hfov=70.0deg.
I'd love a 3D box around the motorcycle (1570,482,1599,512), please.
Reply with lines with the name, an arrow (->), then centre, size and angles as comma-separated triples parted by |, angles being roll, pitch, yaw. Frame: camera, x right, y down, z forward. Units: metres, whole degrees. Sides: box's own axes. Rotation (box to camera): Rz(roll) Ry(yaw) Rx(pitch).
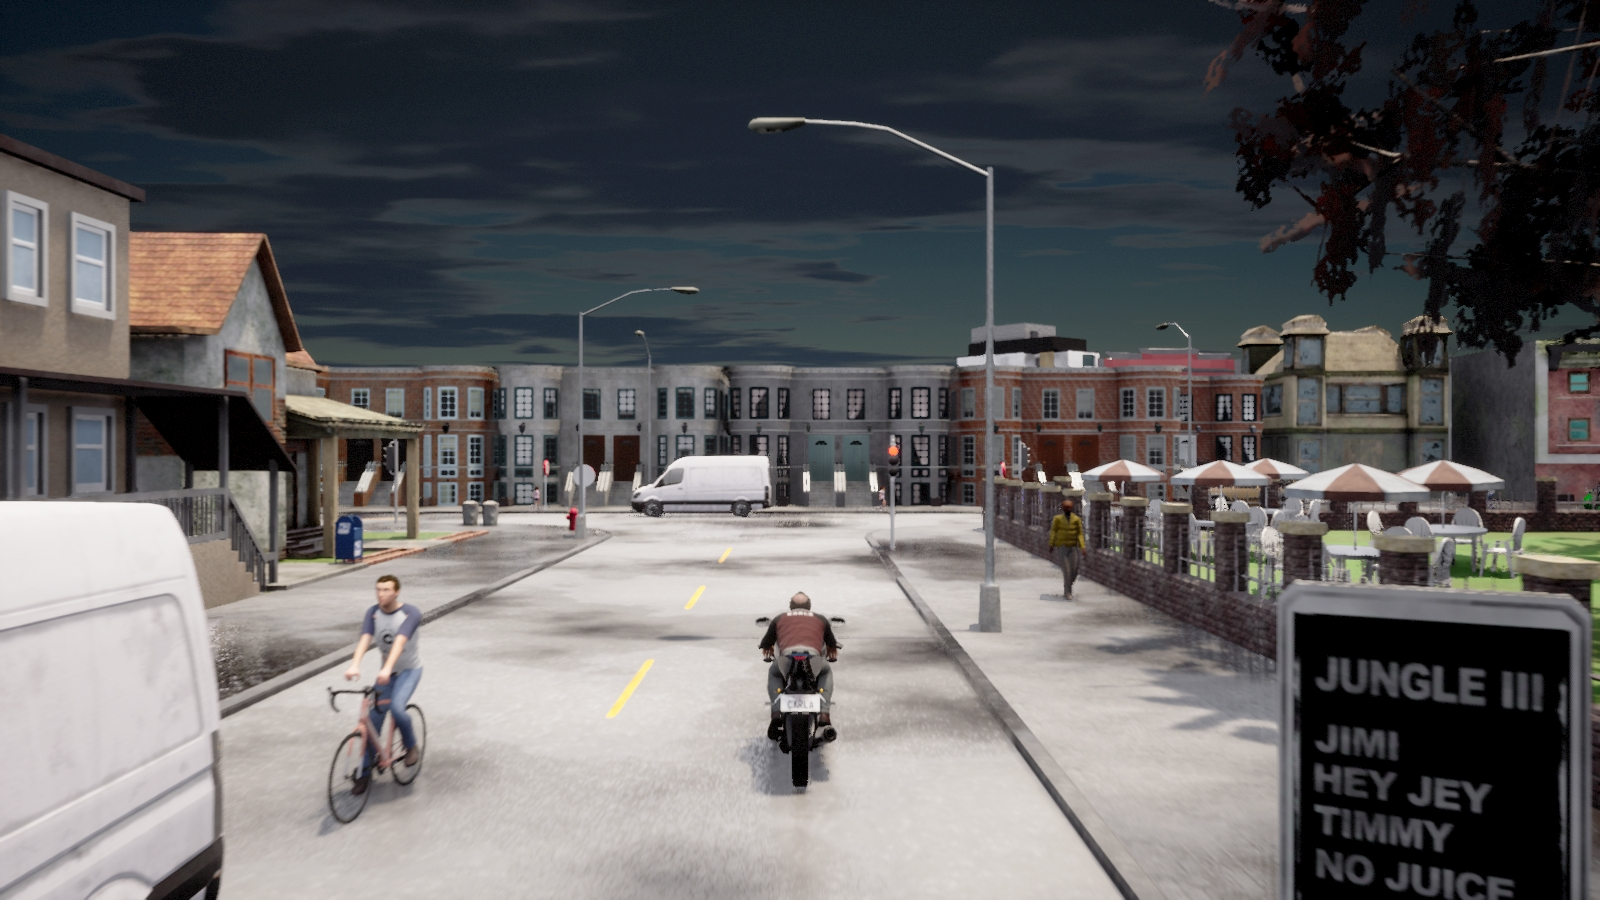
motorcycle -> 33.728, 1.970, 48.262 | 1.805, 1.236, 0.856 | 0, 0, 1

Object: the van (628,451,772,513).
van -> -4.148, 1.321, 48.305 | 5.915, 2.561, 1.988 | 0, 0, 0

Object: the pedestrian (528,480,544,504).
pedestrian -> -12.033, 1.912, 51.989 | 0.500, 1.100, 0.500 | 0, 0, 28

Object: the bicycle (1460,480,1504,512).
bicycle -> 28.818, 1.943, 48.280 | 1.643, 1.296, 0.373 | 0, 0, 0

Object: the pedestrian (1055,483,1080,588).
pedestrian -> 4.808, 1.528, 20.522 | 0.375, 1.860, 0.375 | 0, 0, 2

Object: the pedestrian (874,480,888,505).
pedestrian -> 3.690, 1.912, 51.742 | 0.500, 1.100, 0.500 | 0, 0, 22

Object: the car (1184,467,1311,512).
car -> 18.837, 1.651, 48.265 | 4.605, 1.855, 1.932 | 0, 0, 1

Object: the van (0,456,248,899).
van -> -3.999, 1.315, 3.280 | 1.988, 2.561, 5.915 | 0, 0, 0
